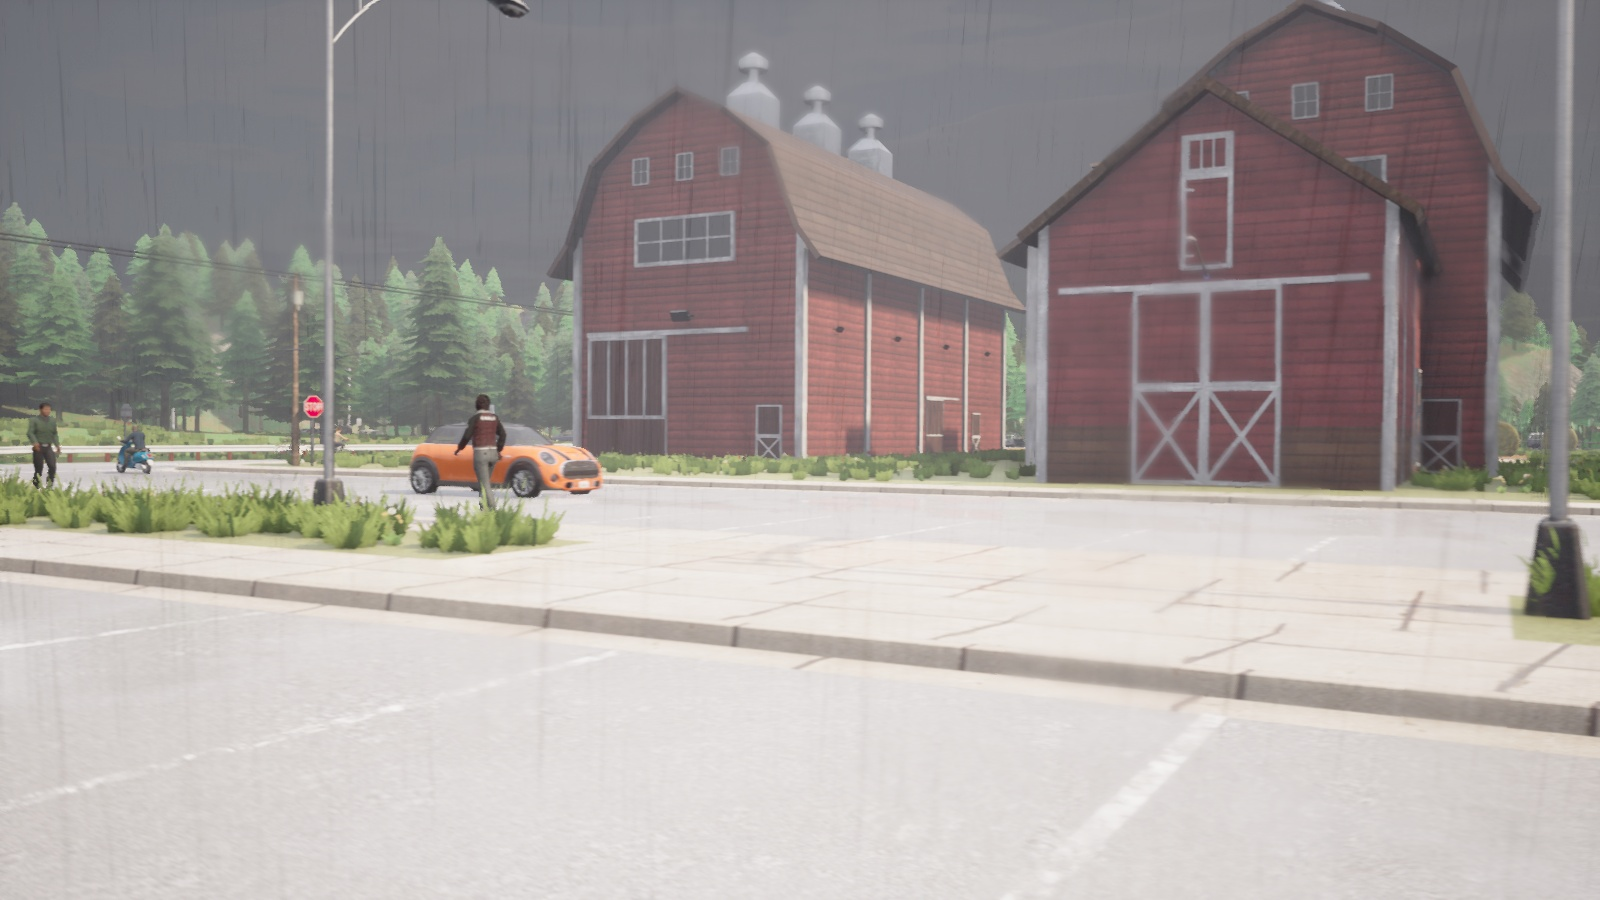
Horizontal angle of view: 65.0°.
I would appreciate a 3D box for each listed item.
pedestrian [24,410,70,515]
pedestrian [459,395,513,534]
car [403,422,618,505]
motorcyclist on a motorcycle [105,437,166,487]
[{"bbox_3d":[-14.197,0.228,23.670,0.788,1.949,0.423,0,1,34],"label":"pedestrian"},{"bbox_3d":[-4.448,0.198,17.768,0.666,1.930,0.402,0,1,40],"label":"pedestrian"},{"bbox_3d":[-6.662,0.279,28.843,4.553,1.767,2.097,0,1,28],"label":"car"},{"bbox_3d":[-21.671,0.378,40.932,1.817,1.590,0.866,0,1,28],"label":"motorcyclist on a motorcycle"}]
